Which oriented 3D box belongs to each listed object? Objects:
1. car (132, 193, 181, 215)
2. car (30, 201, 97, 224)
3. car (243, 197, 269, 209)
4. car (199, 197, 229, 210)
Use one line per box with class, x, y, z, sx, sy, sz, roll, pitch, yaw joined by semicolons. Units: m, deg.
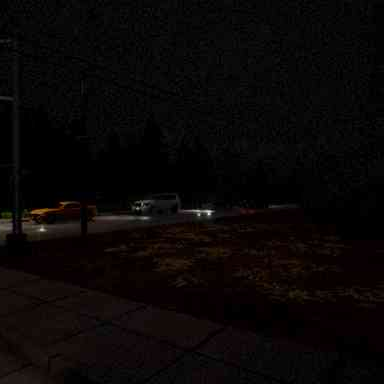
car;-3.434;1.175;33.221;2.150;2.045;5.566;0;0;36
car;-9.541;1.485;24.975;1.882;1.535;5.008;0;0;37
car;8.305;1.359;42.856;2.128;1.511;4.902;0;0;37
car;2.782;1.404;41.584;1.837;1.490;4.892;0;0;37
